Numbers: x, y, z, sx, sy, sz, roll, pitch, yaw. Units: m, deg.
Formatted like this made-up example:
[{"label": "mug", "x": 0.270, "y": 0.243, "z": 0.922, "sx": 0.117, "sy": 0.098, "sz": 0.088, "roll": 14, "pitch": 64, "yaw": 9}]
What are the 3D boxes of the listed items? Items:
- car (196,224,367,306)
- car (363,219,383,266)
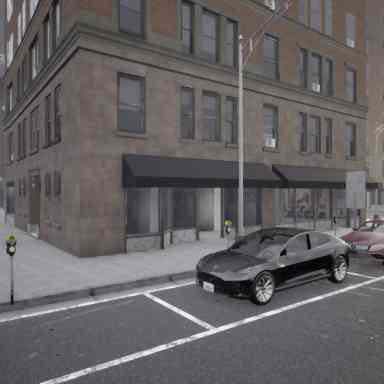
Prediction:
[{"label": "car", "x": 2.103, "y": 1.565, "z": 8.069, "sx": 4.313, "sy": 1.339, "sz": 1.947, "roll": 0, "pitch": 0, "yaw": -36}, {"label": "car", "x": 6.565, "y": 1.582, "z": 11.287, "sx": 4.206, "sy": 1.307, "sz": 1.802, "roll": 0, "pitch": 0, "yaw": -36}]
